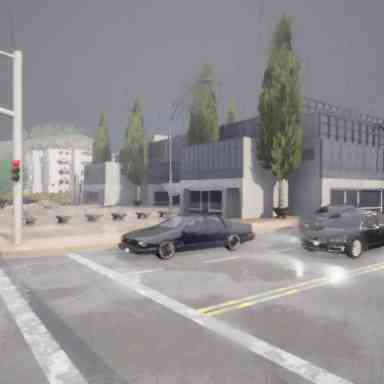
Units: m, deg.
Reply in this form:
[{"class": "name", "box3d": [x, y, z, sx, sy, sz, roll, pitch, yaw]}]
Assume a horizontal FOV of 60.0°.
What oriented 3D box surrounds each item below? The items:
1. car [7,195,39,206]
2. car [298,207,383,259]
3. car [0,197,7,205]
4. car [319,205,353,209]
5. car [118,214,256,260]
[{"class": "car", "box3d": [-28.158, 1.347, 56.143, 2.097, 1.767, 4.553, 0, 0, 17]}, {"class": "car", "box3d": [6.190, 1.497, 12.708, 4.892, 1.490, 1.837, 0, 0, -36]}, {"class": "car", "box3d": [-32.005, 1.476, 54.101, 1.882, 1.535, 5.008, 0, 0, 14]}, {"class": "car", "box3d": [7.796, 1.494, 18.152, 4.892, 1.490, 1.837, 0, 0, -35]}, {"class": "car", "box3d": [0.016, 1.543, 12.603, 5.357, 1.411, 2.033, 0, 0, -35]}]
